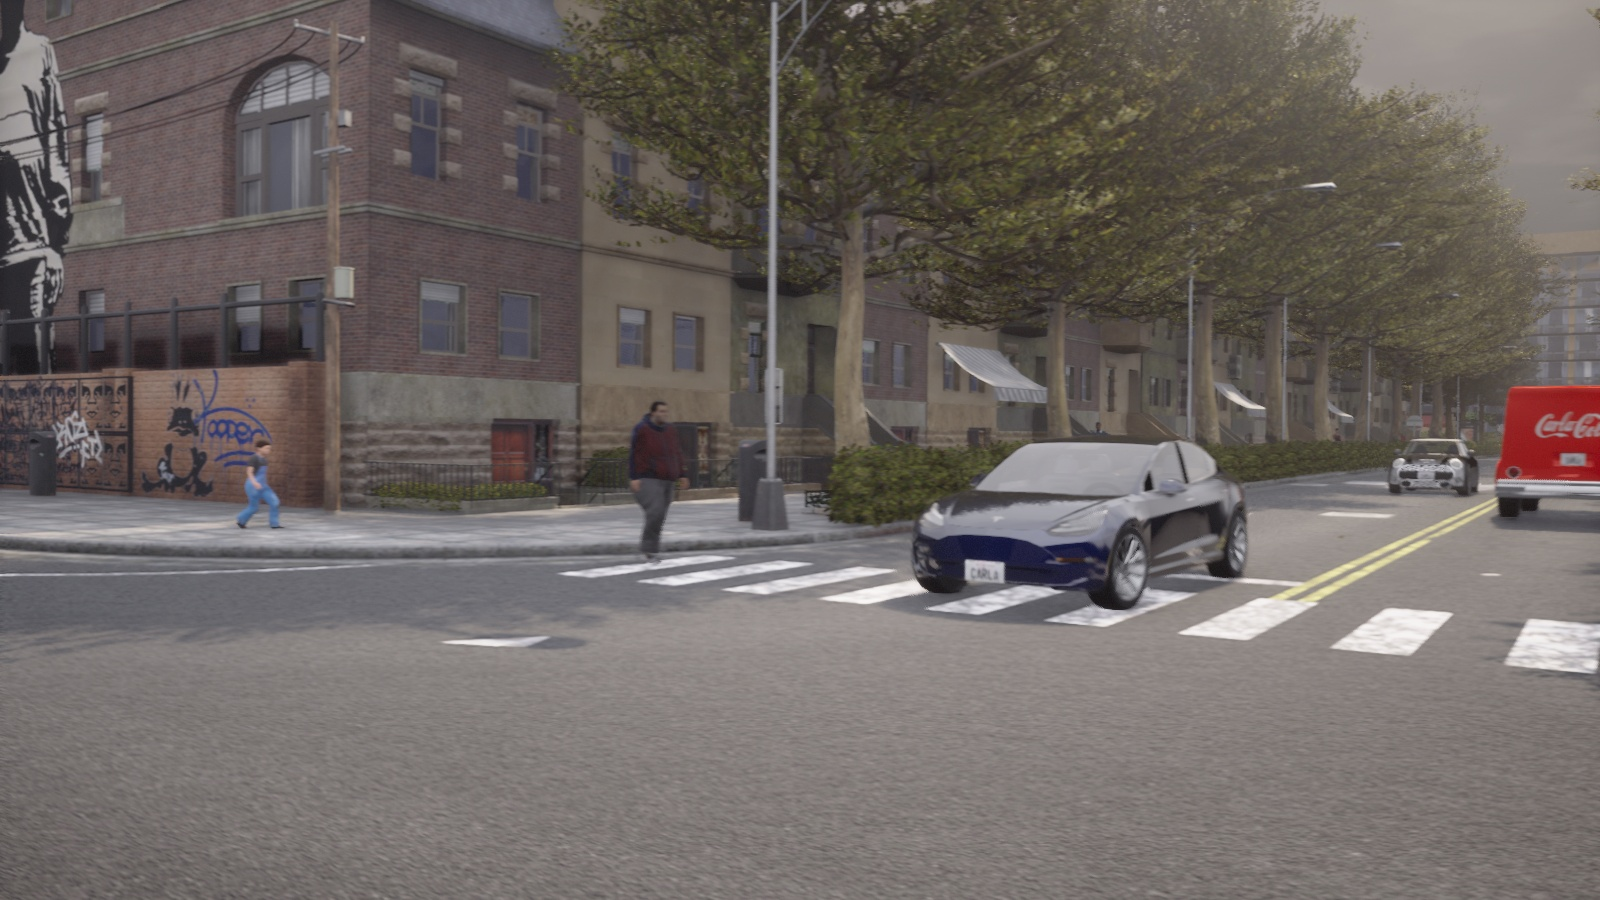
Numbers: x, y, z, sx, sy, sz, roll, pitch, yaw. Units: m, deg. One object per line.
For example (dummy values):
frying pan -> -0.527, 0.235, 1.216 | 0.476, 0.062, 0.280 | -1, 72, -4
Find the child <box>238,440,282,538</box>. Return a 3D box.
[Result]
child -> -7.053, 0.508, 16.401 | 0.437, 1.263, 0.270 | 0, 1, 11

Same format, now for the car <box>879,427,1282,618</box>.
car -> 2.985, 0.535, 12.420 | 2.163, 1.488, 4.792 | 0, 1, 36

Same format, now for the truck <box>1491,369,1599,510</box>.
truck -> 15.145, -0.226, 24.378 | 2.627, 2.467, 5.204 | 0, 1, 33

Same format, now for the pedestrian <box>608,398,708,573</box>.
pedestrian -> -1.555, 0.365, 13.723 | 0.899, 1.844, 0.634 | 0, 1, 45

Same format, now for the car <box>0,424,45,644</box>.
car -> -8.447, 0.619, 9.403 | 5.366, 1.575, 1.801 | 0, 1, 20

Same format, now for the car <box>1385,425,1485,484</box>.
car -> 17.086, 0.082, 33.713 | 1.970, 1.475, 3.806 | 0, 1, 33
